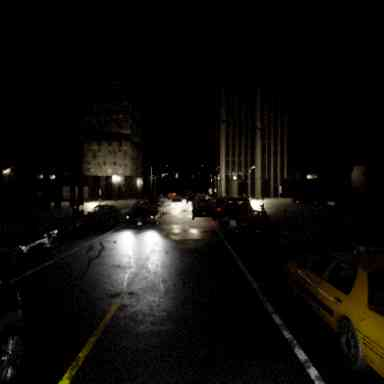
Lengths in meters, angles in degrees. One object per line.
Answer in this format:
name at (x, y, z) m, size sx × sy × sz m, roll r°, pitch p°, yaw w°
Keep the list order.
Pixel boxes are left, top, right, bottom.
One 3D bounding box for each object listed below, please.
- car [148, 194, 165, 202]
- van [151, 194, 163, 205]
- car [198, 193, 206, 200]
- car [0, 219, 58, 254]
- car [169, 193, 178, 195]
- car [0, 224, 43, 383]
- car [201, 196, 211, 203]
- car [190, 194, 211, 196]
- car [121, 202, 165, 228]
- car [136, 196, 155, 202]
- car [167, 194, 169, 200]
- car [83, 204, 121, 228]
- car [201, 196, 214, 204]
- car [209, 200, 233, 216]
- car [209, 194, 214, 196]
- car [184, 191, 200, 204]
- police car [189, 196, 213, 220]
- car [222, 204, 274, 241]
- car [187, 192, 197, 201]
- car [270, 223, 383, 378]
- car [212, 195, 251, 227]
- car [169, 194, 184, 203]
car at (-5.757, 1.233, 49.479) m, size 2.192 × 1.841 × 5.009 m, roll 0°, pitch 0°, yaw 0°
van at (-5.755, 1.250, 55.004) m, size 1.690 × 1.788 × 3.998 m, roll 0°, pitch 0°, yaw 0°
car at (2.780, 1.185, 93.081) m, size 2.192 × 1.841 × 5.009 m, roll 0°, pitch 0°, yaw 0°
car at (-5.772, 1.563, 10.805) m, size 1.802 × 1.307 × 4.206 m, roll 0°, pitch 0°, yaw 0°
car at (-5.745, 1.185, 93.093) m, size 2.192 × 1.841 × 5.009 m, roll 0°, pitch 0°, yaw 0°
car at (-3.074, 1.348, 2.148) m, size 2.097 × 1.767 × 4.553 m, roll 0°, pitch 0°, yaw 0°
car at (2.776, 1.440, 66.041) m, size 1.887 × 1.381 × 4.507 m, roll 0°, pitch 0°, yaw 0°
car at (0.909, 1.393, 37.494) m, size 1.801 × 1.575 × 5.366 m, roll 0°, pitch 0°, yaw 0°
car at (-3.095, 1.564, 21.878) m, size 1.895 × 1.301 × 4.718 m, roll 0°, pitch 0°, yaw 0°
car at (-5.761, 1.461, 38.260) m, size 1.752 × 1.417 × 4.829 m, roll 0°, pitch 0°, yaw 0°
car at (-5.752, 1.427, 60.359) m, size 1.752 × 1.417 × 4.829 m, roll 0°, pitch 0°, yaw 0°
car at (-5.768, 1.514, 21.855) m, size 2.008 × 1.369 × 4.403 m, roll 0°, pitch 0°, yaw 0°
car at (2.775, 1.453, 60.515) m, size 2.008 × 1.369 × 4.403 m, roll 0°, pitch 0°, yaw 0°
car at (2.775, 1.496, 32.889) m, size 2.008 × 1.369 × 4.403 m, roll 0°, pitch 0°, yaw 0°
car at (2.775, 1.367, 43.939) m, size 1.967 × 1.590 × 4.097 m, roll 0°, pitch 0°, yaw 0°
car at (0.015, 1.117, 61.980) m, size 2.150 × 2.045 × 5.566 m, roll 0°, pitch 0°, yaw 0°
police car at (0.907, 1.379, 27.414) m, size 1.930 × 1.638 × 5.238 m, roll 0°, pitch 0°, yaw 0°
car at (2.774, 1.517, 16.312) m, size 1.887 × 1.381 × 4.507 m, roll 0°, pitch 0°, yaw 0°
car at (0.018, 0.927, 72.725) m, size 2.150 × 2.045 × 5.566 m, roll 0°, pitch 0°, yaw 0°
car at (2.774, 1.516, 5.431) m, size 1.752 × 1.417 × 4.829 m, roll 0°, pitch 0°, yaw 0°
car at (2.774, 1.279, 21.837) m, size 2.192 × 1.841 × 5.009 m, roll 0°, pitch 0°, yaw 0°
car at (-2.984, 1.551, 65.922) m, size 1.895 × 1.301 × 4.718 m, roll 0°, pitch 0°, yaw 0°
